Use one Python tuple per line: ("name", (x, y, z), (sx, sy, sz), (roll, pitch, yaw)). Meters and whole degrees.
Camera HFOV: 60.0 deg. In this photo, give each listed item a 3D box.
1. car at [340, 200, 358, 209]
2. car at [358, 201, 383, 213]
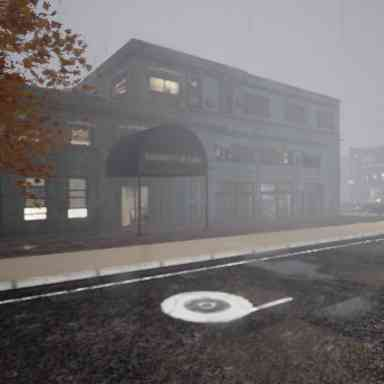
("car", (25.489, 2.036, 52.885), (2.008, 1.369, 4.403), (-1, 0, -36))
("car", (23.473, 2.000, 41.145), (1.947, 1.339, 4.313), (-1, 0, -36))
